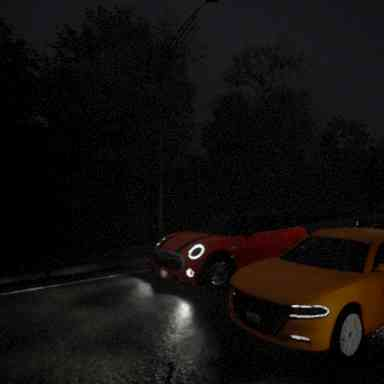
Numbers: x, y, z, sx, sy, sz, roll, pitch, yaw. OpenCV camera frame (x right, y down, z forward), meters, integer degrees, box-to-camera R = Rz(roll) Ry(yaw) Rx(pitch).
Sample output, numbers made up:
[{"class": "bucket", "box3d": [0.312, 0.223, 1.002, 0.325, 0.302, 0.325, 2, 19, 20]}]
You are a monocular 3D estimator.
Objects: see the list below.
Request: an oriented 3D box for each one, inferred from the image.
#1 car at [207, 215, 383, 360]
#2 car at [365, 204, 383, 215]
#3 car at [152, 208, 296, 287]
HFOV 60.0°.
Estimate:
[{"class": "car", "box3d": [2.879, 1.431, 6.069, 5.008, 1.535, 1.882, -1, 0, -35]}, {"class": "car", "box3d": [9.275, 1.231, 14.975, 4.892, 1.490, 1.837, -2, 1, -35]}, {"class": "car", "box3d": [1.156, 1.303, 9.140, 4.553, 1.767, 2.097, -1, 1, -36]}]
